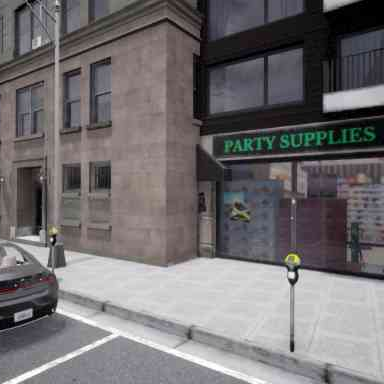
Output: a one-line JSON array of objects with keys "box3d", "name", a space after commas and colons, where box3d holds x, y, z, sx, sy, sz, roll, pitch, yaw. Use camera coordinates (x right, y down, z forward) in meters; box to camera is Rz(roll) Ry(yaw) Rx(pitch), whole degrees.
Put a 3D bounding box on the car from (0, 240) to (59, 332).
[{"box3d": [-4.216, 1.550, 6.090, 4.403, 1.369, 2.008, 0, 0, 36], "name": "car"}]
